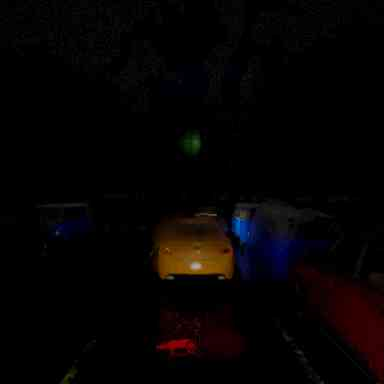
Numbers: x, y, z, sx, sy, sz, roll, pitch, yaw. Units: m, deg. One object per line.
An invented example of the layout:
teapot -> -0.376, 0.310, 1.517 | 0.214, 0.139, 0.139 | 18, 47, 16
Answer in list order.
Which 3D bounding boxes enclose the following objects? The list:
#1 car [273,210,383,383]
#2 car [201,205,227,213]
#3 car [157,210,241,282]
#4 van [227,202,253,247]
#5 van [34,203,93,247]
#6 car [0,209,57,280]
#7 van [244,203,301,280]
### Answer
car -> 2.759, 1.329, 4.100 | 2.192, 1.841, 5.009 | 0, 0, 0
car -> 1.762, 1.579, 21.574 | 2.128, 1.511, 4.902 | 0, -1, 26
car -> 0.091, 1.511, 9.883 | 1.882, 1.535, 5.008 | 0, 0, 0
van -> 2.750, 1.392, 14.975 | 1.690, 1.788, 3.998 | 0, 0, 0
van -> -5.775, 1.391, 14.968 | 1.690, 1.788, 3.998 | 0, 0, 0
car -> -5.770, 1.472, 9.530 | 1.967, 1.590, 4.097 | 0, 0, 0
van -> 2.755, 1.373, 9.537 | 1.690, 1.788, 3.998 | 0, 0, 0
